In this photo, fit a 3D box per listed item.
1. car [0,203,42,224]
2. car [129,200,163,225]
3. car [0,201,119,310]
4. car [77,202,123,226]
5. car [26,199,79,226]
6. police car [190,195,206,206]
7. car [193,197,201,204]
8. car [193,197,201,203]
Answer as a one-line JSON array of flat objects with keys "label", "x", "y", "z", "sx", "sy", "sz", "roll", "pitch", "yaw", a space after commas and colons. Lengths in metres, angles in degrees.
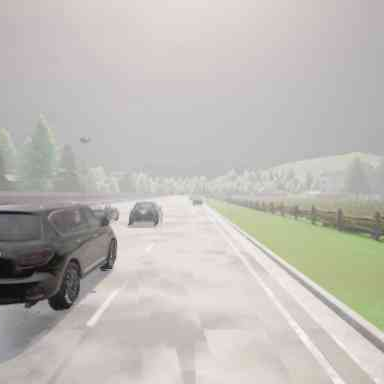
[{"label": "car", "x": -13.908, "y": 1.659, "z": 26.585, "sx": 1.812, "sy": 1.442, "sz": 4.674, "roll": 0, "pitch": 0, "yaw": 0}, {"label": "car", "x": -3.395, "y": 1.478, "z": 25.226, "sx": 2.097, "sy": 1.767, "sz": 4.553, "roll": 0, "pitch": 0, "yaw": 0}, {"label": "car", "x": -3.398, "y": 1.262, "z": 8.018, "sx": 2.150, "sy": 2.045, "sz": 5.566, "roll": 0, "pitch": 0, "yaw": 0}, {"label": "car", "x": -6.894, "y": 1.619, "z": 25.470, "sx": 2.128, "sy": 1.511, "sz": 4.902, "roll": 0, "pitch": 0, "yaw": 0}, {"label": "car", "x": -10.394, "y": 1.479, "z": 25.235, "sx": 2.097, "sy": 1.767, "sz": 4.553, "roll": 0, "pitch": 0, "yaw": 0}, {"label": "police car", "x": 1.063, "y": 1.741, "z": 63.309, "sx": 1.930, "sy": 1.638, "sz": 5.238, "roll": 0, "pitch": 0, "yaw": 0}, {"label": "car", "x": 1.065, "y": 1.870, "z": 73.199, "sx": 1.837, "sy": 1.490, "sz": 4.892, "roll": 0, "pitch": 0, "yaw": 0}, {"label": "car", "x": 1.066, "y": 1.900, "z": 79.199, "sx": 1.837, "sy": 1.490, "sz": 4.892, "roll": 0, "pitch": 0, "yaw": 0}]
